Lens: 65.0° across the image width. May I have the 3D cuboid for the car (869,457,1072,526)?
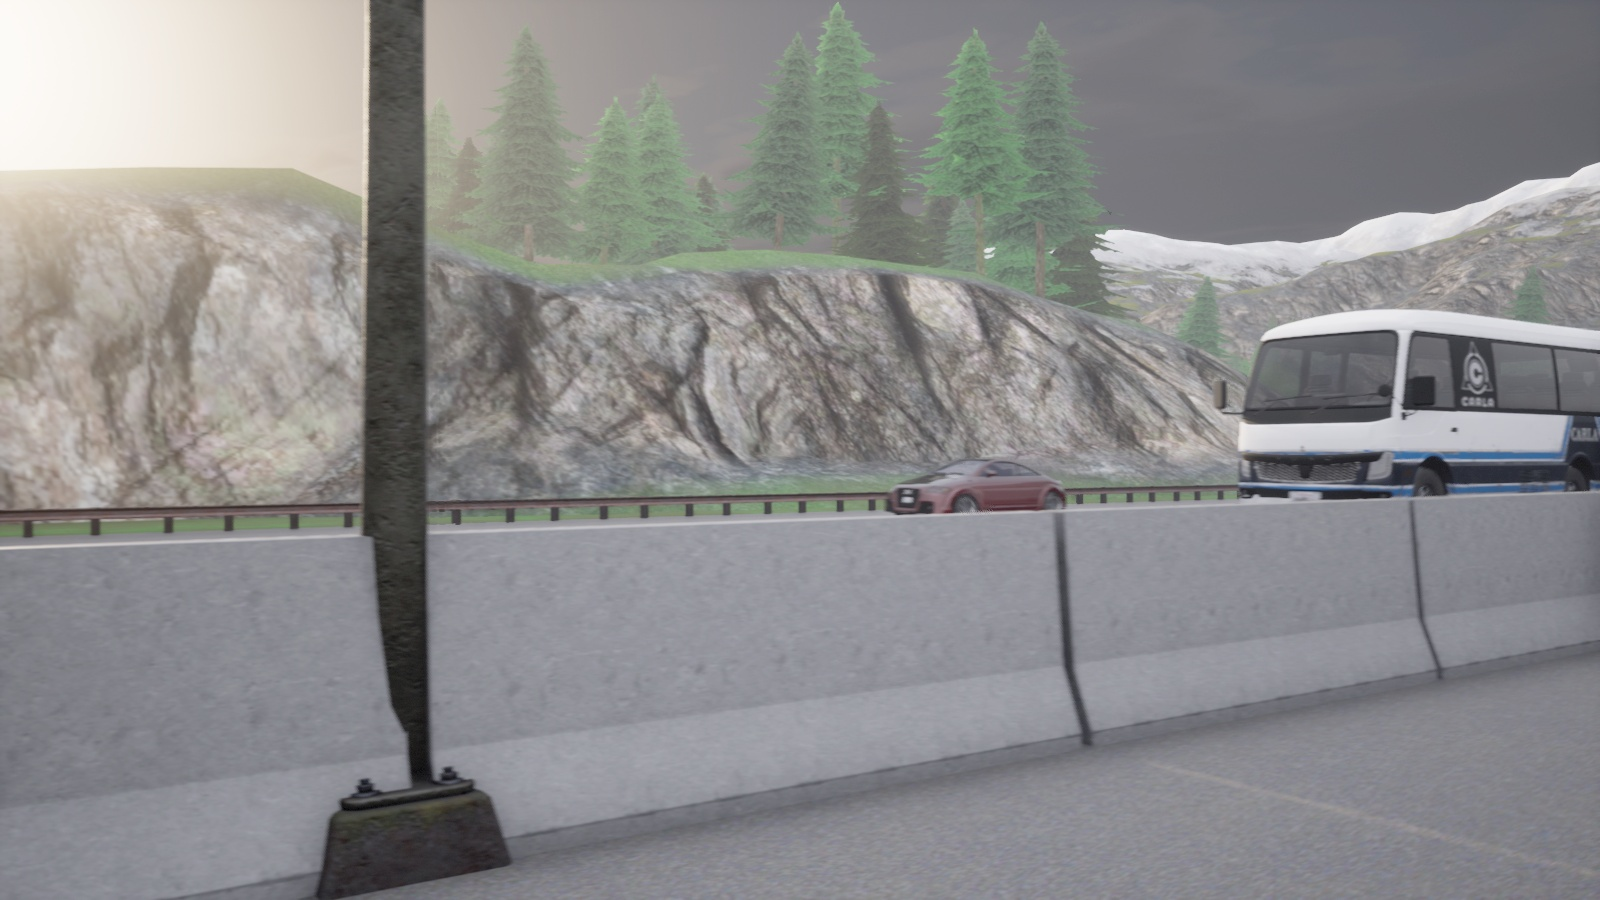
[{"bbox_3d":[3.783,0.866,27.612,4.181,1.385,1.994,0,0,-35],"label":"car"}]

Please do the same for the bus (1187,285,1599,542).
[{"bbox_3d":[12.747,-0.600,25.328,10.273,4.253,3.944,0,0,-35],"label":"bus"}]
